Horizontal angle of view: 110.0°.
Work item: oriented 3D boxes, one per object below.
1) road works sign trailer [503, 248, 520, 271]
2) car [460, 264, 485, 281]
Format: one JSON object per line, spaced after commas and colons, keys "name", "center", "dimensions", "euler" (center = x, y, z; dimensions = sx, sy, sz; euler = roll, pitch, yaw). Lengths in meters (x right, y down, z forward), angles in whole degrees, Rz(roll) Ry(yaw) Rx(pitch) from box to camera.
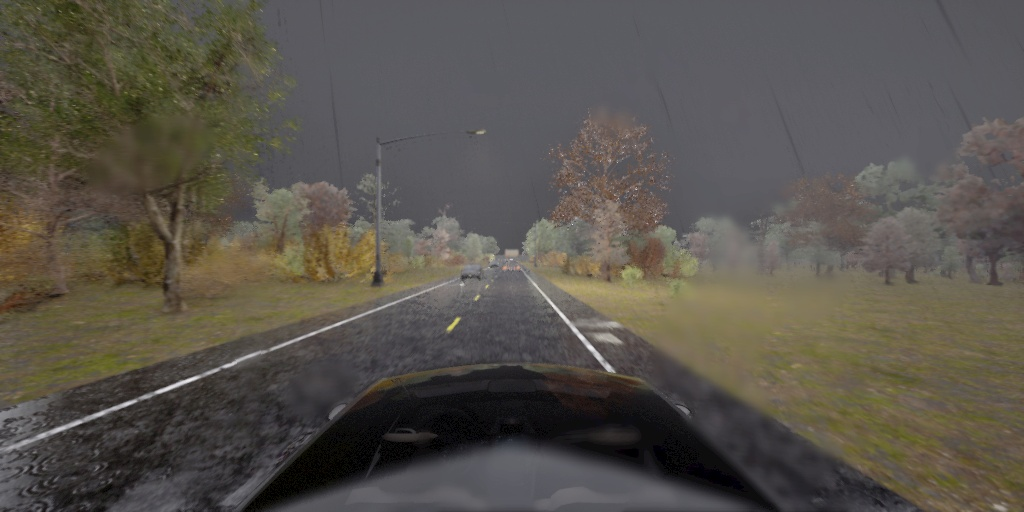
{"name": "road works sign trailer", "center": [-0.024, 0.603, 56.832], "dimensions": [2.380, 3.560, 2.880], "euler": [0, 0, 0]}
{"name": "car", "center": [-3.593, 1.475, 33.156], "dimensions": [1.837, 1.490, 4.892], "euler": [0, -1, 0]}
